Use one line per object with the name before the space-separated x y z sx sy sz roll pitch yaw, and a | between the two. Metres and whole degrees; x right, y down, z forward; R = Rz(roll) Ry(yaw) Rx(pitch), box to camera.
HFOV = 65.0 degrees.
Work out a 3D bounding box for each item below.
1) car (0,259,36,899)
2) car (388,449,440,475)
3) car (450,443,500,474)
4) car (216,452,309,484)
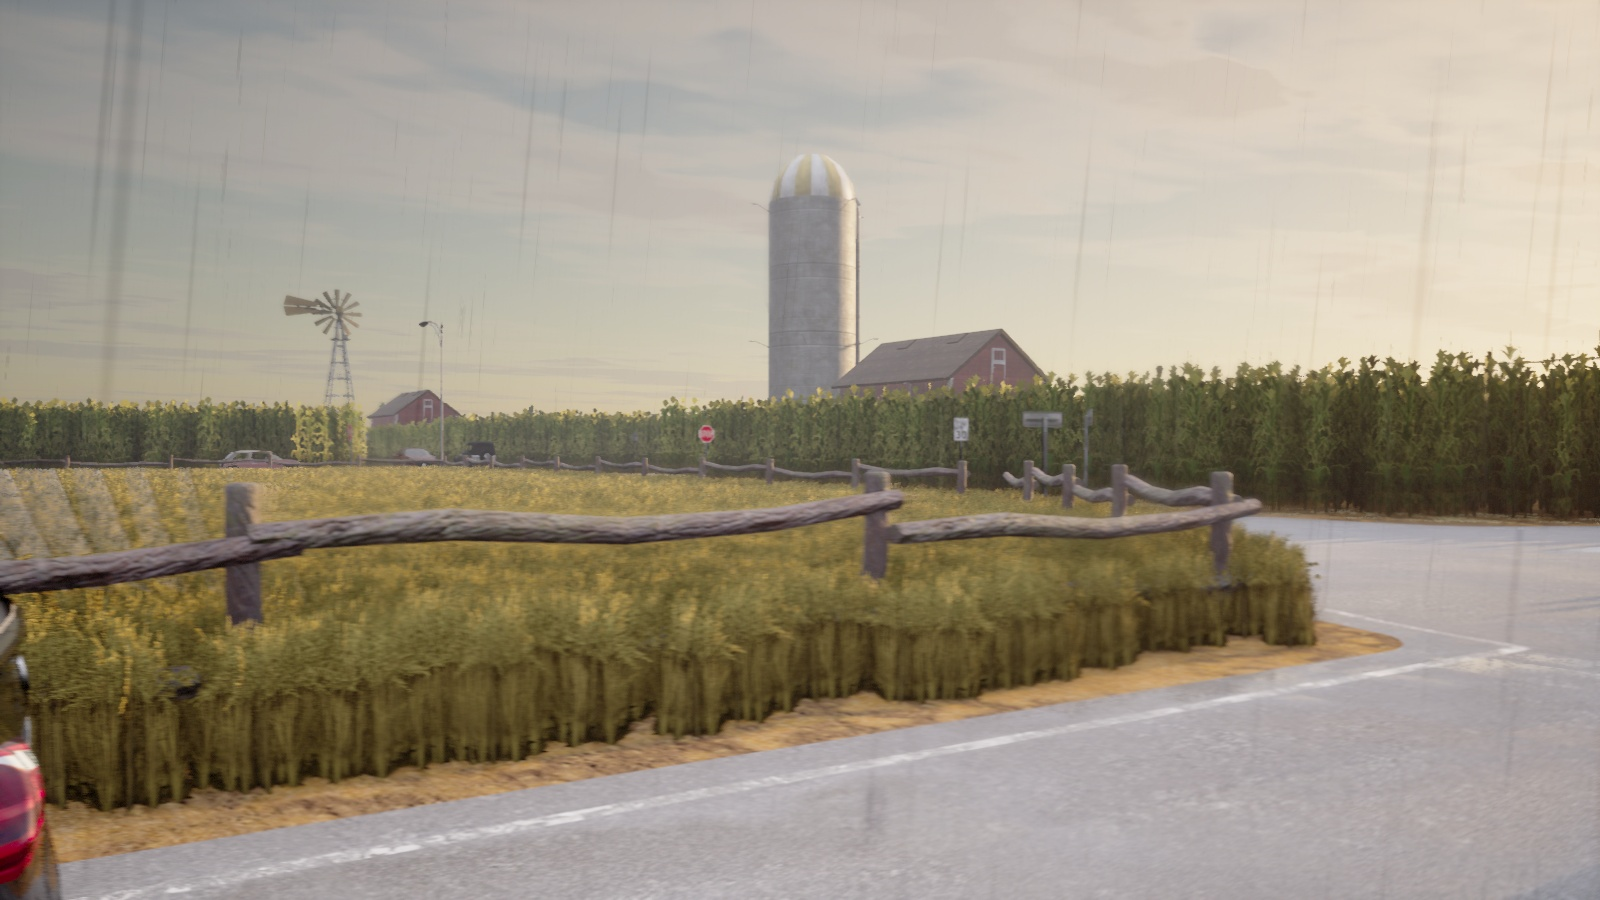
car | -3.502 0.599 1.208 4.611 1.667 2.242 0 0 -35
car | -23.769 0.703 77.134 1.882 1.535 5.008 0 0 -31
car | -19.848 0.508 76.643 1.905 1.878 3.866 0 0 -31
car | -25.435 0.829 59.447 3.806 1.475 1.970 -1 0 -32
